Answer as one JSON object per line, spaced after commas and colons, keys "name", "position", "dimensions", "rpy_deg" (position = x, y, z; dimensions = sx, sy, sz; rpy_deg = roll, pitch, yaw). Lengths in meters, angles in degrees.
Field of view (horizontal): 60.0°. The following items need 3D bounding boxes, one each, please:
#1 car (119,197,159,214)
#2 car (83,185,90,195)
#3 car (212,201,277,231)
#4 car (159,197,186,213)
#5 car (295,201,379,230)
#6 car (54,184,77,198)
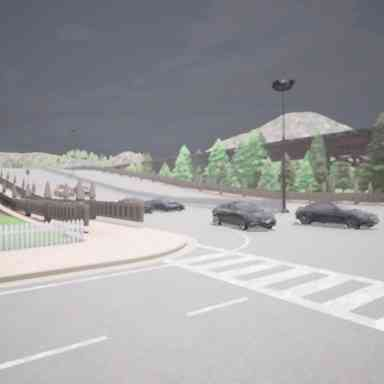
{"name": "car", "position": [-5.403, 1.279, 31.438], "dimensions": [1.837, 1.490, 4.892], "rpy_deg": [-1, 2, -37]}
{"name": "car", "position": [-17.207, -0.323, 52.956], "dimensions": [2.033, 1.411, 5.357], "rpy_deg": [-1, 7, -36]}
{"name": "car", "position": [2.888, 1.314, 19.249], "dimensions": [1.837, 1.490, 4.892], "rpy_deg": [0, 0, -24]}
{"name": "car", "position": [-2.848, 1.264, 33.856], "dimensions": [2.033, 1.411, 5.357], "rpy_deg": [-1, 2, -37]}
{"name": "car", "position": [8.234, 1.271, 19.278], "dimensions": [1.812, 1.442, 4.674], "rpy_deg": [-1, 1, -37]}
{"name": "car", "position": [-18.869, -0.252, 49.314], "dimensions": [2.097, 1.767, 4.553], "rpy_deg": [-1, 7, -36]}
